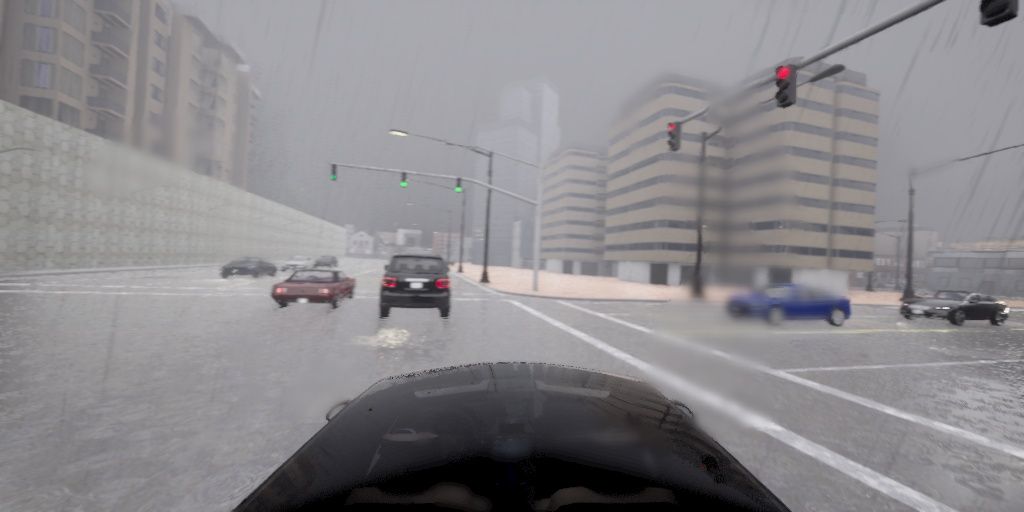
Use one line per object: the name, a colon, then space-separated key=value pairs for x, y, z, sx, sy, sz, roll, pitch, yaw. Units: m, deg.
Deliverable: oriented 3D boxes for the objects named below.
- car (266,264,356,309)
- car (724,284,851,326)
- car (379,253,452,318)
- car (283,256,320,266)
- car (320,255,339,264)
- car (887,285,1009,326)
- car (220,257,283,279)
car: x=-7.229 y=1.146 z=13.631 sx=1.895 sy=1.301 sz=4.718 roll=3 pitch=-1 yaw=-14
car: x=11.021 y=1.889 z=14.405 sx=5.008 sy=1.535 sz=1.882 roll=3 pitch=-1 yaw=-15
car: x=-3.410 y=0.937 z=12.888 sx=2.150 sy=2.045 sz=5.566 roll=3 pitch=-1 yaw=-14
car: x=-19.747 y=0.709 z=33.408 sx=1.812 sy=1.442 sz=4.674 roll=3 pitch=-1 yaw=-15
car: x=-22.208 y=0.683 z=43.127 sx=1.837 sy=1.490 sz=4.892 roll=3 pitch=-1 yaw=-14
car: x=20.924 y=2.398 z=16.997 sx=4.902 sy=1.511 sz=2.128 roll=3 pitch=-1 yaw=-15
car: x=-17.263 y=0.753 z=23.742 sx=1.994 sy=1.385 sz=4.181 roll=3 pitch=-1 yaw=-14
